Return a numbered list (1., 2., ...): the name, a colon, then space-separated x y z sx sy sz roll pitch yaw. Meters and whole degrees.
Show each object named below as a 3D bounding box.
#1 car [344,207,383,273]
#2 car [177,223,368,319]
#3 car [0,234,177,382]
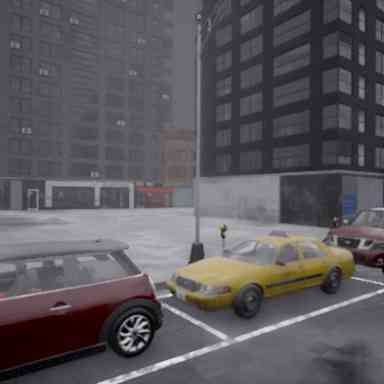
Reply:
1. car: 6.312 1.419 10.674 5.009 1.841 2.192 1 0 -35
2. car: 1.764 1.578 7.439 4.829 1.417 1.752 1 0 -35
3. car: -2.504 1.444 4.402 4.097 1.590 1.967 1 0 -35
